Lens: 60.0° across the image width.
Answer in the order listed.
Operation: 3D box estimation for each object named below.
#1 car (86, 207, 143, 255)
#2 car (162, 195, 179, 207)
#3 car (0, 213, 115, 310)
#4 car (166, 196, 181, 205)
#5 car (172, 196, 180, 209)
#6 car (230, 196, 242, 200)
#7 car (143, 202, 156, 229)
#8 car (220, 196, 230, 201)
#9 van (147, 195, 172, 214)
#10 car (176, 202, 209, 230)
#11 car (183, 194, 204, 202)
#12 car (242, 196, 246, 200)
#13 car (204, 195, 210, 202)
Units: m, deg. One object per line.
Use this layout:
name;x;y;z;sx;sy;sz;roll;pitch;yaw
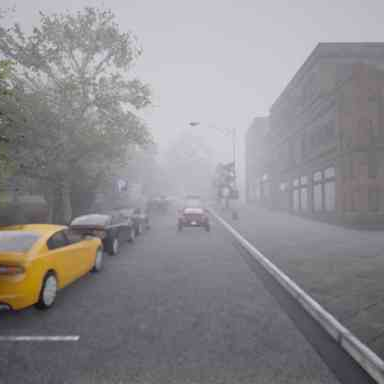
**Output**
car;-3.648;1.515;13.531;2.097;1.535;5.008;0;0;2
car;-3.415;1.375;52.904;2.185;1.767;4.553;-1;1;2
car;-3.639;1.501;7.969;2.097;1.535;5.008;1;0;2
car;-3.175;1.480;58.606;2.097;1.535;5.008;0;0;2
car;-3.415;1.524;47.195;2.231;1.521;4.892;0;0;2
car;10.358;1.740;89.352;2.231;1.521;4.892;-4;-3;42
car;-3.652;1.559;19.137;2.163;1.488;4.792;0;0;2
car;6.830;1.645;84.903;2.097;1.535;5.008;-3;-4;36
van;-3.635;1.317;35.942;1.878;1.987;4.442;1;0;2
car;0.096;1.580;21.166;1.812;1.442;4.674;0;0;0
car;0.090;1.271;41.853;2.150;2.045;5.566;0;0;0
car;14.468;1.841;93.148;5.008;1.535;2.097;1;-4;-40
car;3.393;1.579;80.157;2.231;1.521;4.892;-2;-1;29
